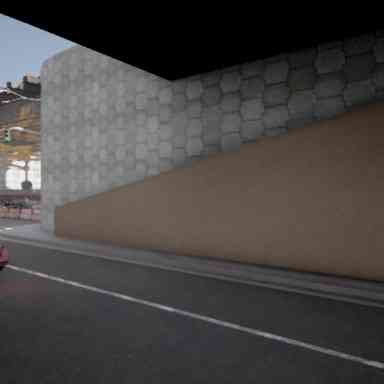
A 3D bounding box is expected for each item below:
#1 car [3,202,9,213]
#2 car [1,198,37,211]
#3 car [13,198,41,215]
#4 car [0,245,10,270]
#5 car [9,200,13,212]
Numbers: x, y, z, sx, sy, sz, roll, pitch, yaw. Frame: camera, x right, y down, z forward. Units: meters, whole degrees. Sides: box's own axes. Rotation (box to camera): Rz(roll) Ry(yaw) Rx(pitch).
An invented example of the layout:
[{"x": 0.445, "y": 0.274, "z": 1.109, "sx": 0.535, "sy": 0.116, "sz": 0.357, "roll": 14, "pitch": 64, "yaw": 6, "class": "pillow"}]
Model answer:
[{"x": -17.269, "y": 1.366, "z": 33.441, "sx": 2.038, "sy": 1.542, "sz": 4.974, "roll": 0, "pitch": 0, "yaw": -9, "class": "car"}, {"x": -17.278, "y": 1.208, "z": 33.492, "sx": 1.853, "sy": 1.218, "sz": 4.536, "roll": 0, "pitch": 0, "yaw": -9, "class": "car"}, {"x": -13.528, "y": 1.220, "z": 30.679, "sx": 4.536, "sy": 1.218, "sz": 1.853, "roll": 0, "pitch": 0, "yaw": 1, "class": "car"}, {"x": -6.931, "y": 1.573, "z": 8.907, "sx": 4.718, "sy": 1.301, "sz": 1.895, "roll": 0, "pitch": 0, "yaw": 36, "class": "car"}, {"x": -13.580, "y": 1.378, "z": 30.679, "sx": 4.974, "sy": 1.542, "sz": 2.038, "roll": 0, "pitch": 0, "yaw": 1, "class": "car"}]
